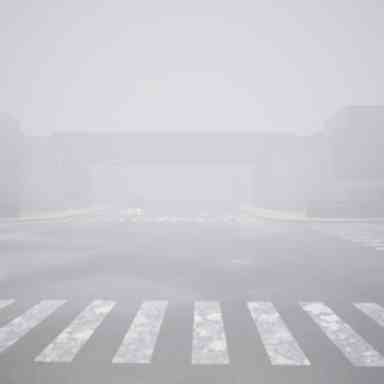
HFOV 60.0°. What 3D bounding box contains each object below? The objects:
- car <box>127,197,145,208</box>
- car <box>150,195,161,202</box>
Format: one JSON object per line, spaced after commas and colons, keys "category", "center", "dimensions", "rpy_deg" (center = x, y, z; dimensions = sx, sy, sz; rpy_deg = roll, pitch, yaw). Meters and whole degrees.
{"category": "car", "center": [-7.535, 1.382, 45.378], "dimensions": [2.128, 1.511, 4.902], "rpy_deg": [0, 0, 0]}
{"category": "car", "center": [-7.474, 1.319, 68.143], "dimensions": [1.837, 1.490, 4.892], "rpy_deg": [0, 1, 0]}
